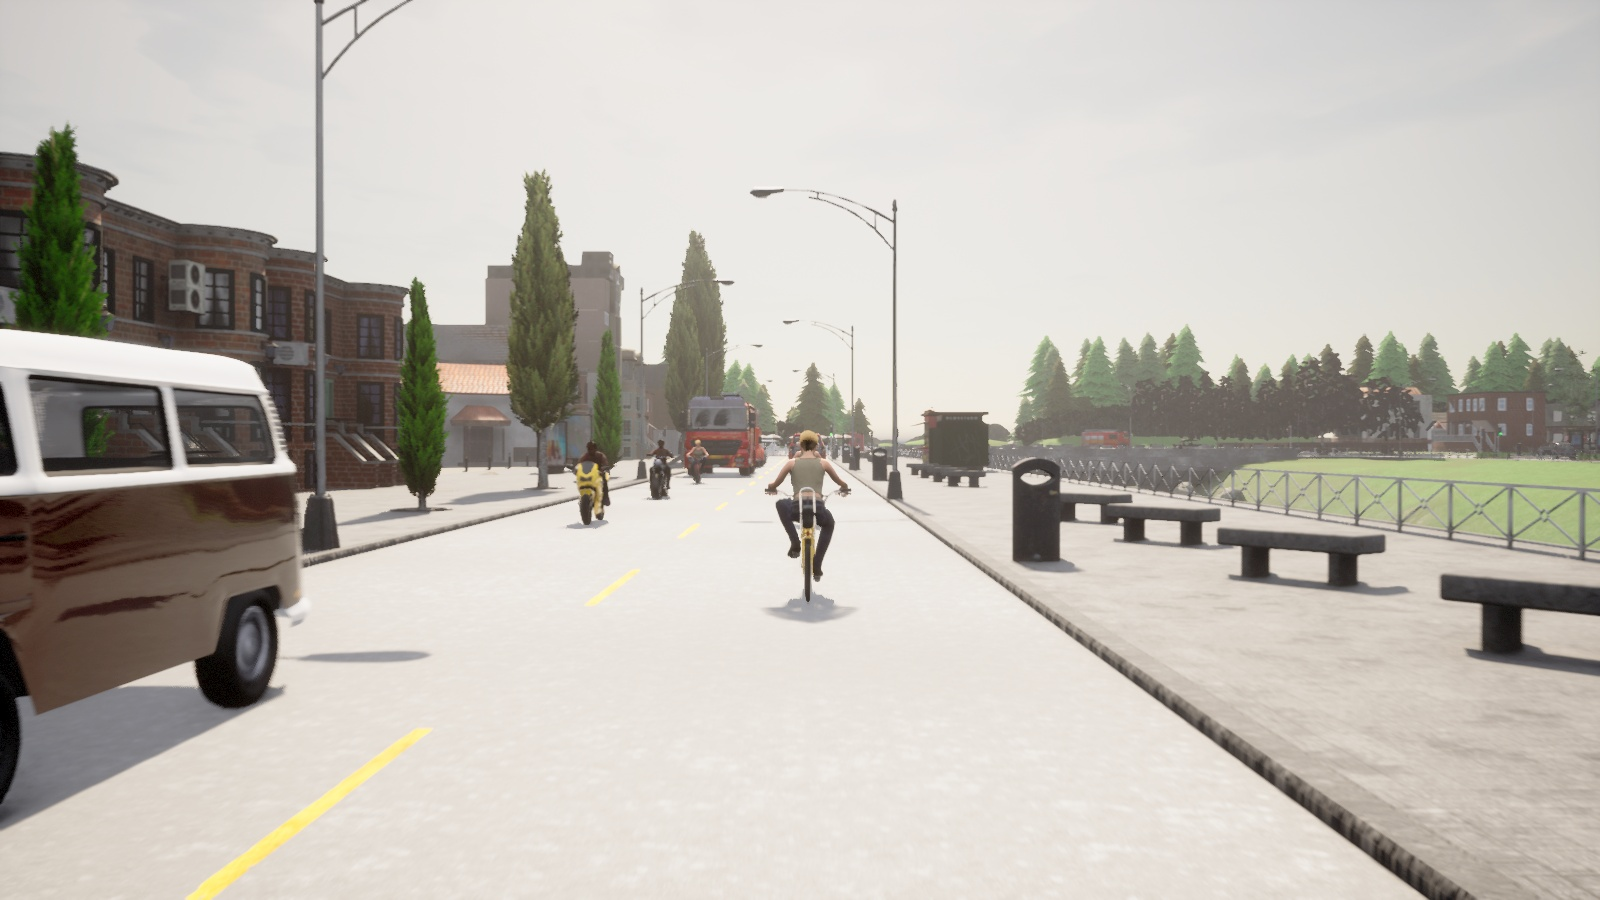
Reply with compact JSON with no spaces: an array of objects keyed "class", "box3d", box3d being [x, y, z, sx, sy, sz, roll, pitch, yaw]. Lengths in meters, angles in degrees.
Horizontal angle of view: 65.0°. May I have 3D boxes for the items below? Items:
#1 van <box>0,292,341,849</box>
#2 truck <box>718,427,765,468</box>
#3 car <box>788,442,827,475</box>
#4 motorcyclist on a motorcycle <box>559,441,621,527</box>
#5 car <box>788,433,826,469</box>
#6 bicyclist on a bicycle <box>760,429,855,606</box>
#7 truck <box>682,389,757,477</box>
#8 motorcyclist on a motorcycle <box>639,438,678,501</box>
[{"class":"van","box3d":[-3.952,0.434,5.708,2.069,2.038,4.480,0,0,0]},{"class":"truck","box3d":[-3.556,-0.182,77.578,2.627,2.467,5.204,0,0,0]},{"class":"car","box3d":[0.345,0.387,59.789,1.789,1.549,3.705,0,0,0]},{"class":"motorcyclist on a motorcycle","box3d":[-3.856,0.594,23.249,0.797,1.523,2.044,0,0,0]},{"class":"car","box3d":[0.422,0.050,73.523,2.150,2.045,5.566,0,0,0]},{"class":"bicyclist on a bicycle","box3d":[0.078,0.614,12.202,0.866,1.612,1.509,0,0,1]},{"class":"truck","box3d":[-3.661,-0.755,59.012,2.891,3.827,8.468,0,0,0]},{"class":"motorcyclist on a motorcycle","box3d":[-3.797,0.502,33.916,0.766,1.649,2.350,0,0,0]}]
